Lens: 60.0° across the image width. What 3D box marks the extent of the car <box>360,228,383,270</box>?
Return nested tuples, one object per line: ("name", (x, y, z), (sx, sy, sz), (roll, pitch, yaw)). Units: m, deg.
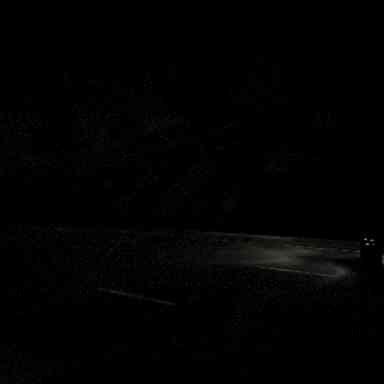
("car", (6.714, 1.217, 7.799), (5.008, 1.535, 1.882), (0, 1, 36))
